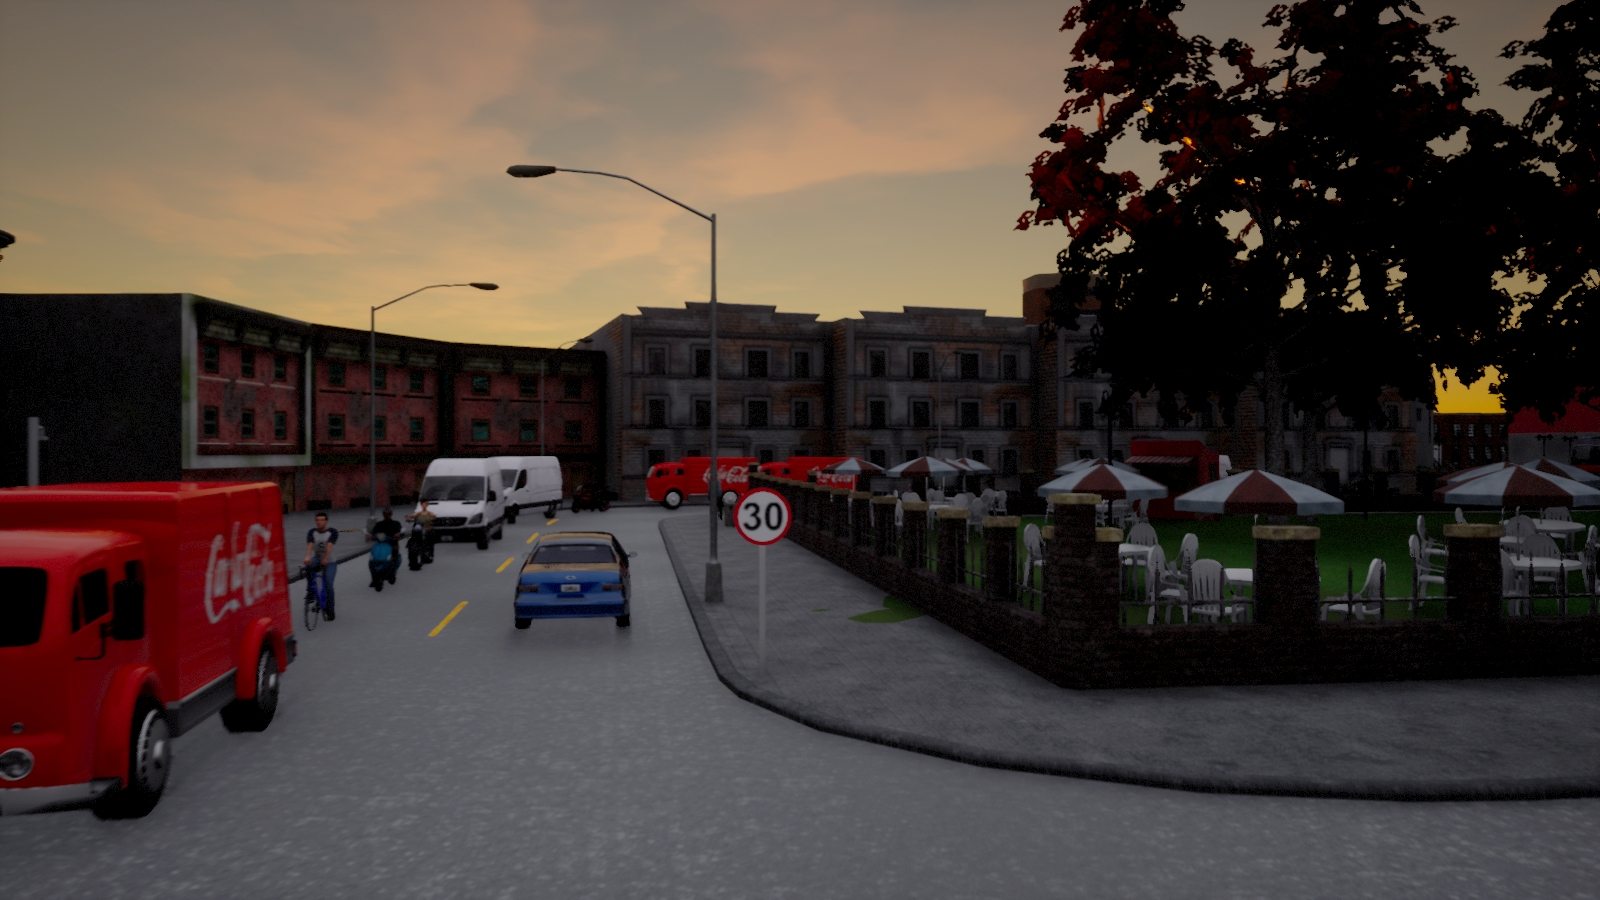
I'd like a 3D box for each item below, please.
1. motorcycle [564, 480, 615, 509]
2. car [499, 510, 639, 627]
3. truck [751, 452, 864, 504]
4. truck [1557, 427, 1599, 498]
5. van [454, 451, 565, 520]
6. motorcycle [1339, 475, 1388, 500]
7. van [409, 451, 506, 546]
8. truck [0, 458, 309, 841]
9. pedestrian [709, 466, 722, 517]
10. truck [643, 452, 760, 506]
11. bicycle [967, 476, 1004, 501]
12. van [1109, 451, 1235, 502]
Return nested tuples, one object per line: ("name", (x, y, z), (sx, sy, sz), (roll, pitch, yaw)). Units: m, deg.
("motorcycle", (-9.454, 1.986, 51.475), (0.867, 1.251, 2.209), (0, 0, 40))
("car", (-3.801, 1.886, 19.511), (2.033, 1.411, 5.357), (0, 0, -9))
("truck", (0.319, 1.348, 56.011), (5.204, 2.467, 2.627), (0, 0, -9))
("truck", (46.931, 0.673, 63.389), (8.468, 3.827, 2.891), (0, 0, -9))
("van", (-11.451, 1.315, 45.561), (1.988, 2.561, 5.915), (0, 0, 11))
("motorcycle", (29.856, 1.987, 60.536), (2.209, 1.251, 0.867), (0, 0, -9))
("van", (-10.079, 1.314, 34.064), (1.988, 2.561, 5.915), (0, 0, -9))
("truck", (-6.310, 1.341, 10.037), (2.627, 2.467, 5.204), (0, 0, -11))
("pedestrian", (-3.101, 1.524, 41.848), (0.375, 1.860, 0.375), (0, 0, 12))
("truck", (-4.788, 1.349, 54.971), (5.204, 2.467, 2.627), (0, 0, -16))
("bicycle", (9.326, 1.941, 57.409), (1.835, 1.271, 0.329), (0, 0, -9))
("van", (19.164, 1.316, 58.907), (5.915, 2.561, 1.988), (0, 0, -9))
